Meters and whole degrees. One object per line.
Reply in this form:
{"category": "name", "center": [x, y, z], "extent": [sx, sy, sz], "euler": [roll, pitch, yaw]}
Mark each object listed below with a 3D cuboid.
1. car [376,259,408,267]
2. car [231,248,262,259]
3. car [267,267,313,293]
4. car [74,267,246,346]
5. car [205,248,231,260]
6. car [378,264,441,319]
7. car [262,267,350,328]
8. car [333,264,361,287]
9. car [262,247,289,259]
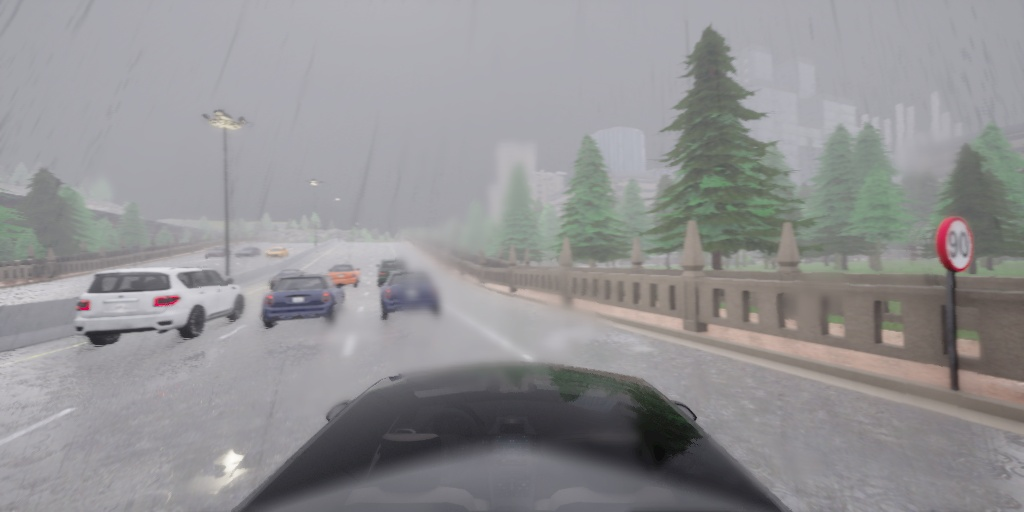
{"category": "car", "center": [-9.101, 1.205, 27.474], "extent": [2.150, 2.045, 5.566], "euler": [-1, 2, -20]}
{"category": "car", "center": [-36.267, -0.430, 49.666], "extent": [2.033, 1.411, 5.357], "euler": [-1, 6, -20]}
{"category": "car", "center": [-16.065, 1.650, 26.173], "extent": [1.994, 1.385, 4.181], "euler": [-1, 3, -20]}
{"category": "car", "center": [-10.485, 1.377, 11.292], "extent": [2.150, 2.045, 5.566], "euler": [-1, -1, -20]}
{"category": "car", "center": [-39.544, -0.342, 48.429], "extent": [1.994, 1.385, 4.181], "euler": [-1, 6, -20]}
{"category": "car", "center": [-4.236, 1.381, 14.600], "extent": [2.097, 1.767, 4.553], "euler": [-1, -1, -20]}
{"category": "car", "center": [-7.519, 1.453, 13.389], "extent": [2.097, 1.767, 4.553], "euler": [-1, -1, -20]}
{"category": "car", "center": [-12.760, 1.367, 27.309], "extent": [2.097, 1.767, 4.553], "euler": [-1, 2, -20]}
{"category": "car", "center": [-32.691, -0.486, 50.048], "extent": [1.882, 1.535, 5.008], "euler": [-1, 6, -20]}
